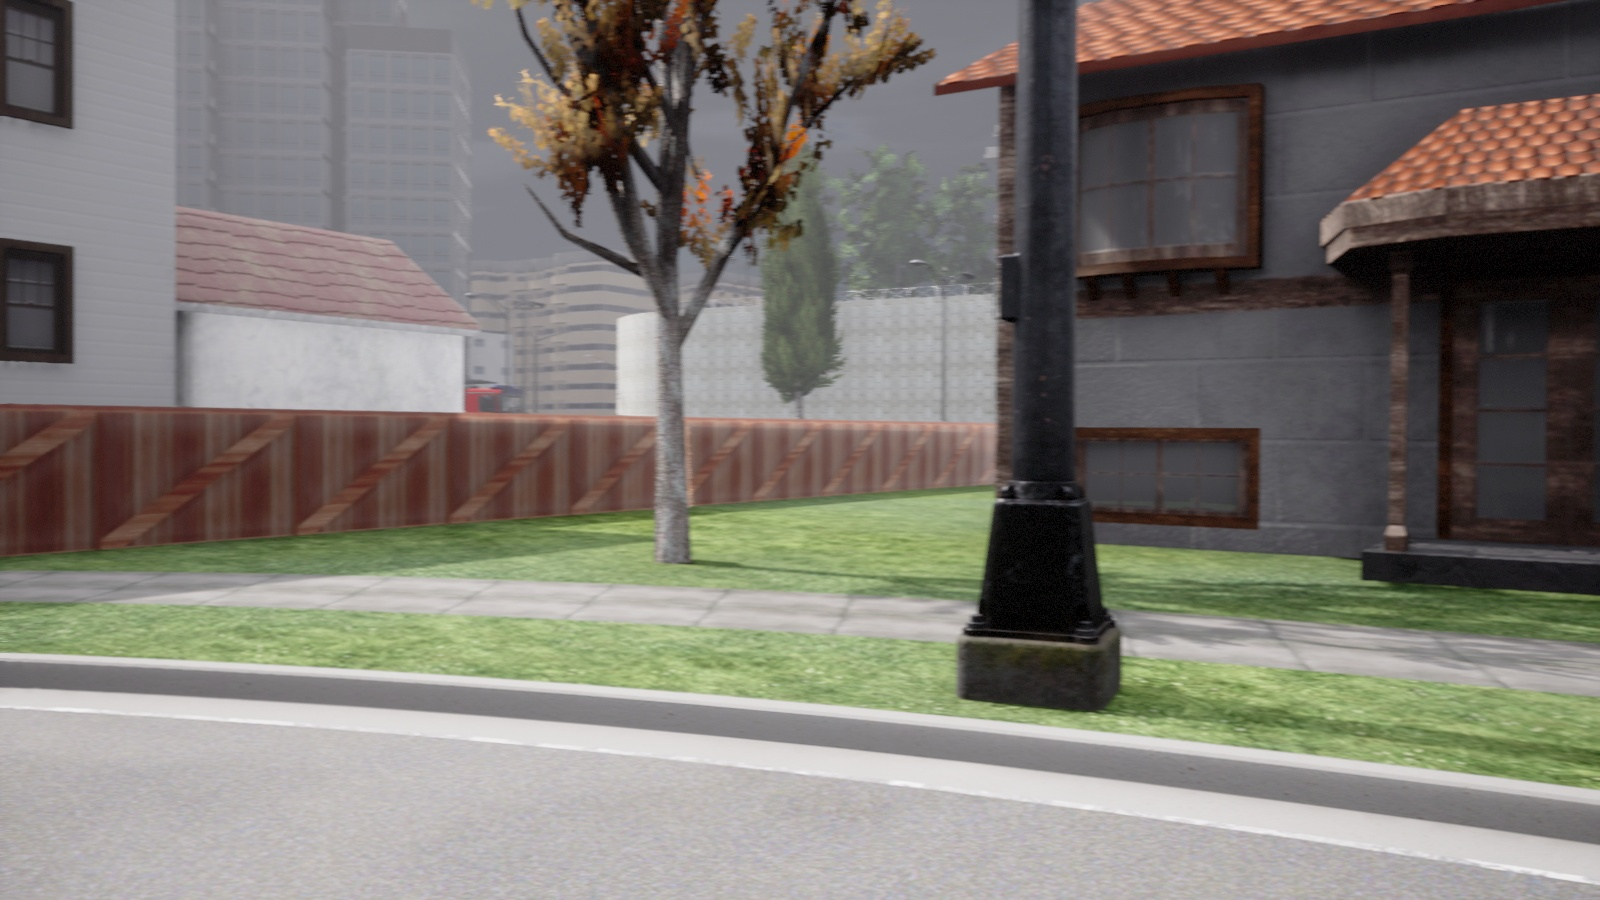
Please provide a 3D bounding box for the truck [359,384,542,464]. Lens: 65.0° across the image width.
[{"bbox_3d":[-17.459,-1.261,62.869,8.468,3.827,2.891,0,1,15],"label":"truck"}]
